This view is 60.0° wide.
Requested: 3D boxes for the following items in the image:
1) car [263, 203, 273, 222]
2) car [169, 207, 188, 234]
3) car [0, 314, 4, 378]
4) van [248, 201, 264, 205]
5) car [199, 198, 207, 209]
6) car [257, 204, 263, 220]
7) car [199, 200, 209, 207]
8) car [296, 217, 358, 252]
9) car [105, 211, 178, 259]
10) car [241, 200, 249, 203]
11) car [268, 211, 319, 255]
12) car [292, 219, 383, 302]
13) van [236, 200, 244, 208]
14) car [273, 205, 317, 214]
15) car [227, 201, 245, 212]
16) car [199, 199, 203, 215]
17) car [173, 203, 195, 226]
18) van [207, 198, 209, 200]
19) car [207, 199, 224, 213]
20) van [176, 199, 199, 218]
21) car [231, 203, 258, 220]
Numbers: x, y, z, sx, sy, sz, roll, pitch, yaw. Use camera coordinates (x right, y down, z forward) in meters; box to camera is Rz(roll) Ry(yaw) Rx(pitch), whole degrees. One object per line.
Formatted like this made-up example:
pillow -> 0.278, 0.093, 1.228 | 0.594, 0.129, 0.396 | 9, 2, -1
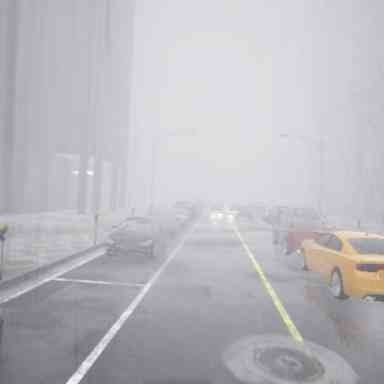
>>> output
car -> 7.859, 2.055, 28.897 | 2.192, 1.841, 5.009 | 3, -1, 4
car -> -1.506, 1.722, 18.358 | 1.802, 1.307, 4.206 | 3, -1, 4
car -> -2.798, 1.444, 1.581 | 1.947, 1.339, 4.313 | 3, -1, 4
van -> 9.150, 2.349, 45.672 | 1.690, 1.788, 3.998 | 3, -1, 4
car -> 0.231, 1.812, 40.730 | 2.192, 1.841, 5.009 | 3, -1, 4
car -> 8.292, 2.357, 34.656 | 1.752, 1.417, 4.829 | 3, -1, 4
car -> 2.804, 2.588, 74.280 | 2.008, 1.369, 4.403 | 3, -1, 4
car -> 6.984, 2.144, 17.710 | 1.802, 1.307, 4.206 | 3, -1, 4
car -> -1.935, 1.603, 12.766 | 2.008, 1.369, 4.403 | 3, -1, 4
car -> 10.013, 2.503, 56.856 | 2.192, 1.841, 5.009 | 3, -1, 4
car -> 4.925, 1.906, 15.153 | 1.882, 1.535, 5.008 | 3, -1, 4
car -> 4.416, 1.811, 9.167 | 1.882, 1.535, 5.008 | 3, -1, 4
van -> 12.166, 2.982, 84.815 | 1.690, 1.788, 3.998 | 3, -1, 4
car -> 7.428, 1.966, 23.305 | 2.192, 1.841, 5.009 | 3, -1, 4
car -> 6.959, 2.554, 53.290 | 1.994, 1.385, 4.181 | 3, -1, 4
car -> -0.206, 1.848, 35.136 | 1.967, 1.590, 4.097 | 3, -1, 4
car -> -1.085, 1.752, 23.781 | 1.752, 1.417, 4.829 | 3, -1, 4
van -> 1.522, 2.107, 57.506 | 1.690, 1.788, 3.998 | 3, -1, 4
car -> 3.666, 2.269, 49.517 | 2.128, 1.511, 4.902 | 3, -1, 4
van -> -0.632, 1.660, 29.545 | 1.690, 1.788, 3.998 | 3, -1, 4
car -> 5.767, 2.283, 37.263 | 2.033, 1.411, 5.357 | 3, -1, 5
